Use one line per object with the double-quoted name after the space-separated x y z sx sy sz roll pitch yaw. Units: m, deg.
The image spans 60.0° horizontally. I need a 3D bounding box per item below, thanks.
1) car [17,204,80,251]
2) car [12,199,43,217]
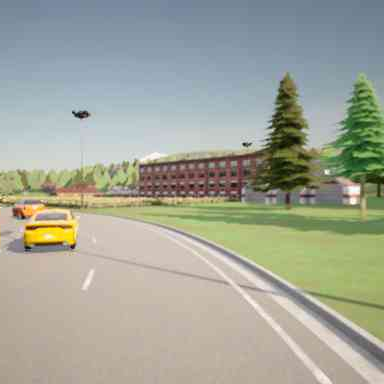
-6.030 1.502 14.581 1.882 1.535 5.008 0 0 -18 "car"
-14.912 1.420 30.385 2.097 1.767 4.553 -1 0 -39 "car"
